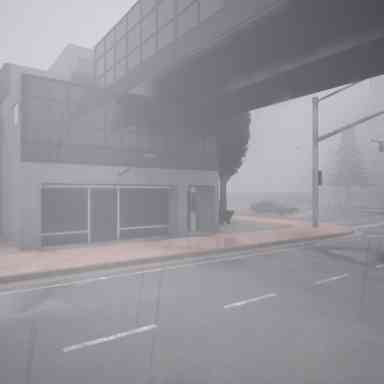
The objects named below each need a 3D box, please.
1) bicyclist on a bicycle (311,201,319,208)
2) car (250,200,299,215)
[{"bbox_3d":[15.781,1.301,42.744,1.656,1.620,0.582,0,0,-36],"label":"bicyclist on a bicycle"},{"bbox_3d":[8.359,1.546,34.251,2.033,1.411,5.357,0,0,-36],"label":"car"}]
